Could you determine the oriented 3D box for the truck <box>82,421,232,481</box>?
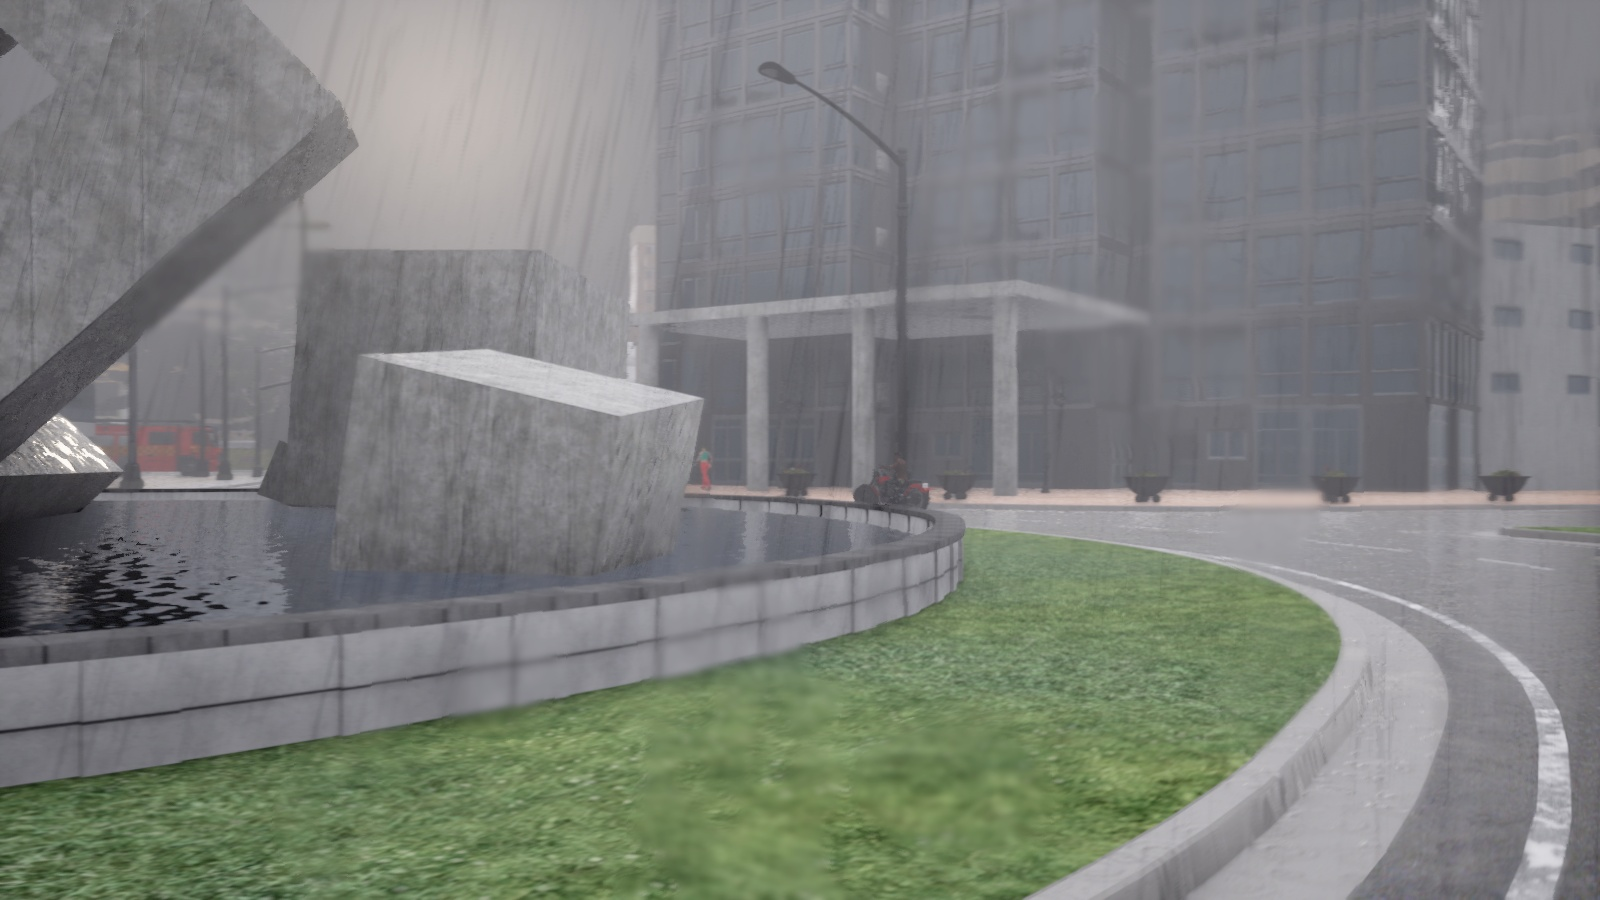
[{"bbox_3d":[-42.648,0.073,83.548,8.468,3.827,2.891,0,0,-14],"label":"truck"}]

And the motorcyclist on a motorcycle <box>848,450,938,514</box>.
[{"bbox_3d":[2.451,0.830,33.444,2.350,1.649,0.766,-1,0,39],"label":"motorcyclist on a motorcycle"}]

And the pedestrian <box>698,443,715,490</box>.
[{"bbox_3d":[-3.645,0.645,48.926,0.345,1.836,0.594,0,0,-42],"label":"pedestrian"}]
